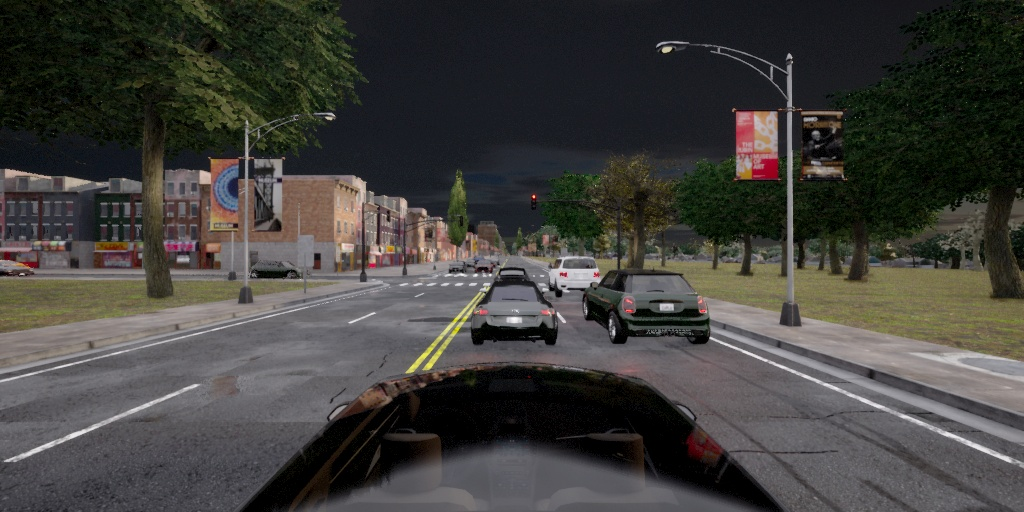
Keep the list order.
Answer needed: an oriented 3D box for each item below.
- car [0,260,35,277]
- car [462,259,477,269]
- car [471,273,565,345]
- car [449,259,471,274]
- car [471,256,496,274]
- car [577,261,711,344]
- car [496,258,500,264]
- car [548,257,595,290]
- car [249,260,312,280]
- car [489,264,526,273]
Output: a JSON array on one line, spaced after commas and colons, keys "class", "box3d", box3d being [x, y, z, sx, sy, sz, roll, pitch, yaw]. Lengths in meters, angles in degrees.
[{"class": "car", "box3d": [-44.950, 1.186, 30.991, 5.357, 1.411, 2.033, 0, 0, 0]}, {"class": "car", "box3d": [-6.708, 1.288, 57.543, 1.837, 1.490, 4.892, 0, 0, 0]}, {"class": "car", "box3d": [0.058, 1.332, 9.576, 1.994, 1.385, 4.181, 0, 0, 0]}, {"class": "car", "box3d": [-6.691, 1.371, 44.795, 1.837, 1.490, 4.892, 0, 0, 0]}, {"class": "car", "box3d": [-3.441, 1.219, 44.543, 2.097, 1.767, 4.553, 0, 0, 0]}, {"class": "car", "box3d": [3.310, 1.121, 9.774, 2.097, 1.767, 4.553, 0, 0, 0]}, {"class": "car", "box3d": [-3.460, 1.378, 57.988, 1.895, 1.301, 4.718, 0, 1, 0]}, {"class": "car", "box3d": [3.257, 1.054, 19.487, 2.150, 2.045, 5.566, 0, 0, 0]}, {"class": "car", "box3d": [-19.870, 1.184, 30.997, 4.553, 1.767, 2.097, 1, 0, 0]}, {"class": "car", "box3d": [0.008, 1.331, 18.488, 1.837, 1.490, 4.892, 0, 0, 0]}]
